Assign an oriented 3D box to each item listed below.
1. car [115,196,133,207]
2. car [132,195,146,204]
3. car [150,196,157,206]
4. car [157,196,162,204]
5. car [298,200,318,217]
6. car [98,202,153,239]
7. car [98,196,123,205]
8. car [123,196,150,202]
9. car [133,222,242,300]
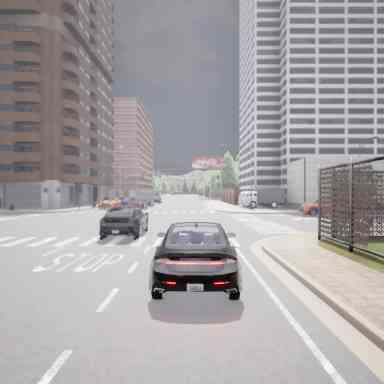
[{"bbox_3d":[-10.566,1.477,52.127,1.882,1.535,5.008,0,0,0],"label":"car"},{"bbox_3d":[-10.501,1.477,66.057,1.882,1.535,5.008,0,0,0],"label":"car"},{"bbox_3d":[-7.068,1.505,52.026,1.837,1.490,4.892,0,0,0],"label":"car"},{"bbox_3d":[-7.015,1.477,64.961,1.882,1.535,5.008,0,0,1],"label":"car"},{"bbox_3d":[12.106,1.296,30.295,4.553,1.767,2.097,0,0,0],"label":"car"},{"bbox_3d":[-3.395,1.487,17.173,1.837,1.490,4.892,0,1,0],"label":"car"},{"bbox_3d":[-10.571,1.352,42.903,2.097,1.767,4.553,0,0,0],"label":"car"},{"bbox_3d":[-7.047,1.352,42.893,2.097,1.767,4.553,0,0,0],"label":"car"},{"bbox_3d":[0.107,1.492,8.364,2.128,1.511,4.902,0,0,1],"label":"car"}]
